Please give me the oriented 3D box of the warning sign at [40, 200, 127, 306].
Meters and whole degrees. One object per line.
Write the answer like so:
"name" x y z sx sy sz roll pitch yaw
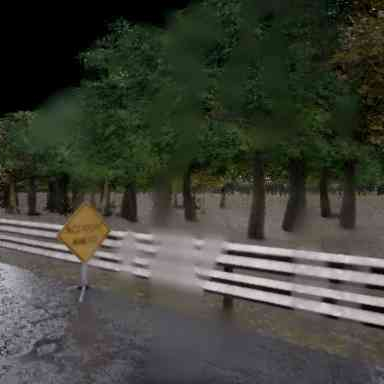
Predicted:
"warning sign" -2.188 1.110 6.774 1.060 1.860 1.300 0 0 36
